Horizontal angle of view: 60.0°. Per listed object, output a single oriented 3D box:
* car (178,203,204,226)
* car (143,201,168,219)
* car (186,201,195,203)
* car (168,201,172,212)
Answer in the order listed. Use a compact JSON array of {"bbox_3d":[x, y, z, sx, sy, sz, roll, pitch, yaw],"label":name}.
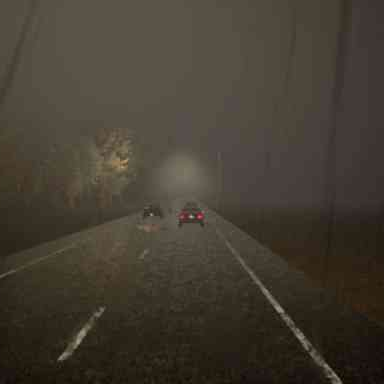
[{"bbox_3d":[-0.072,1.783,25.238,2.033,1.411,5.357,0,-1,0],"label":"car"},{"bbox_3d":[-3.622,1.814,32.160,1.837,1.490,4.892,0,-1,0],"label":"car"},{"bbox_3d":[-0.195,1.951,43.746,2.033,1.411,5.357,0,0,0],"label":"car"},{"bbox_3d":[-3.716,1.952,45.301,1.812,1.442,4.674,0,0,0],"label":"car"}]
